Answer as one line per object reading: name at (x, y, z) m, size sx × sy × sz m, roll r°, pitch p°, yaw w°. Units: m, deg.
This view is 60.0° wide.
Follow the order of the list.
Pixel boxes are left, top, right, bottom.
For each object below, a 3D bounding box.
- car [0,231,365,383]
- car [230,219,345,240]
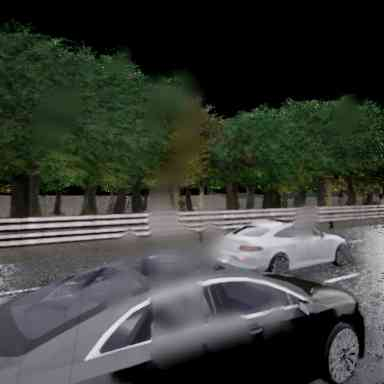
car at (0.042, 1.496, 3.743) m, size 4.902 × 1.511 × 2.128 m, roll 0°, pitch 0°, yaw -35°
car at (2.772, 1.549, 9.928) m, size 4.674 × 1.442 × 1.812 m, roll 0°, pitch 0°, yaw -35°
